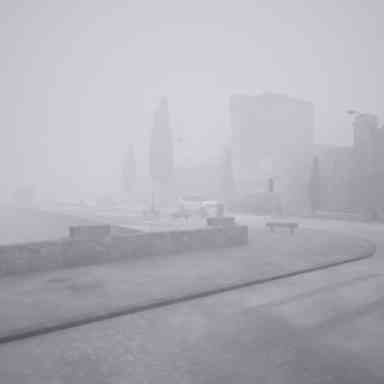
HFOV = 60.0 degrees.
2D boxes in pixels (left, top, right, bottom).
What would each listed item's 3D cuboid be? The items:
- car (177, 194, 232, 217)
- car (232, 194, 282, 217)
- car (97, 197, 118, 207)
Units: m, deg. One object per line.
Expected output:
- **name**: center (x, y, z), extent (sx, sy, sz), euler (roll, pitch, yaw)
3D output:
- **car**: center (0.810, 1.178, 30.835), extent (2.150, 2.045, 5.566), euler (0, 0, -35)
- **car**: center (5.809, 1.171, 31.108), extent (2.150, 2.045, 5.566), euler (0, 0, -36)
- **car**: center (-12.850, 1.465, 50.097), extent (1.837, 1.490, 4.892), euler (0, 0, -35)
